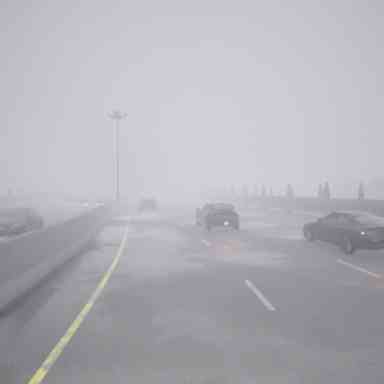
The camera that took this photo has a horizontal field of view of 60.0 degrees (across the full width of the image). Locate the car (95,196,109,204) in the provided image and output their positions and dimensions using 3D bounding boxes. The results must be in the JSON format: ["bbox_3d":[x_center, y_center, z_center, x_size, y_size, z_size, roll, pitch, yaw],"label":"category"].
[{"bbox_3d":[-15.625,1.325,57.780,1.994,1.385,4.181,0,0,-9],"label":"car"}]

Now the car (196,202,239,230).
[{"bbox_3d":[1.455,1.396,20.109,1.837,1.490,4.892,0,0,-9],"label":"car"}]

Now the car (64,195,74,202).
[{"bbox_3d":[-24.127,1.285,66.328,2.033,1.411,5.357,0,0,-10],"label":"car"}]

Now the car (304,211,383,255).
[{"bbox_3d":[6.044,1.436,12.843,1.812,1.442,4.674,0,0,-7],"label":"car"}]

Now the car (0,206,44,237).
[{"bbox_3d":[-8.751,1.474,16.552,1.812,1.442,4.674,0,0,-9],"label":"car"}]

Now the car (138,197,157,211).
[{"bbox_3d":[-5.084,1.314,38.209,2.128,1.511,4.902,0,0,-10],"label":"car"}]

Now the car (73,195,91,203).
[{"bbox_3d":[-19.535,1.365,60.072,1.895,1.301,4.718,0,0,-9],"label":"car"}]
